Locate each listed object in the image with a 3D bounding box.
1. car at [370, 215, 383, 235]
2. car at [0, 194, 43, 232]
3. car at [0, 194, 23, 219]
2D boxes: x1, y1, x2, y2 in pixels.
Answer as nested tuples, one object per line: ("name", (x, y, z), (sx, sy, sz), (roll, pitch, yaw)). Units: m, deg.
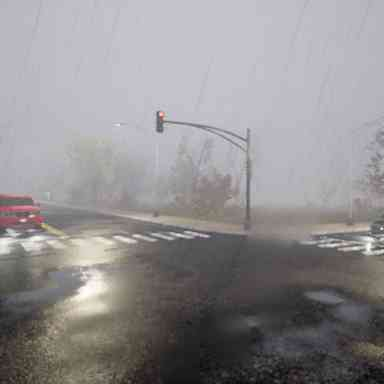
("car", (12.841, 1.910, 20.482), (4.892, 1.490, 1.837), (2, -1, -36))
("car", (-10.911, 1.223, 20.682), (2.150, 2.045, 5.566), (0, 0, -35))
("car", (-16.674, 1.214, 29.770), (2.150, 2.045, 5.566), (0, 0, -32))
